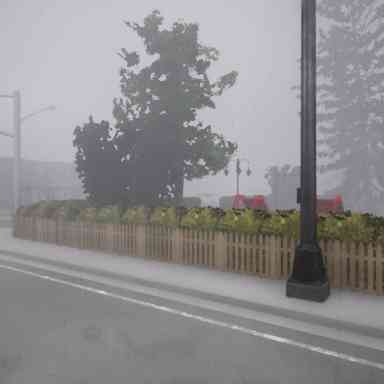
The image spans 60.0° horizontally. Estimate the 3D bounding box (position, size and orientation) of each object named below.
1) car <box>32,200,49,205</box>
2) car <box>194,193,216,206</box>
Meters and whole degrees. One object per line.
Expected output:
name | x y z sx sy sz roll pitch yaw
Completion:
car | -14.169 1.526 31.813 1.812 1.442 4.674 0 0 34
car | 1.775 1.209 54.307 2.150 2.045 5.566 0 0 35
